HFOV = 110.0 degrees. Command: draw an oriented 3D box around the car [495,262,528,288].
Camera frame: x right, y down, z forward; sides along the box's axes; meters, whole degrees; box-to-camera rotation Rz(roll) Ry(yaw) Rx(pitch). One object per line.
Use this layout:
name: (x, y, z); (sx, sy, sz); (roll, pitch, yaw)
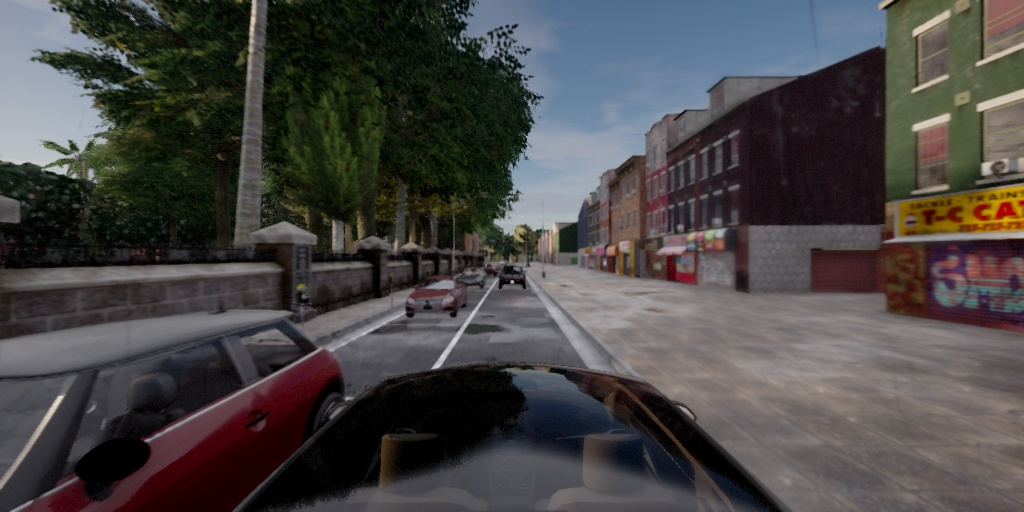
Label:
car: (0.044, 1.395, 25.232); (1.837, 1.490, 4.892); (0, 0, 0)

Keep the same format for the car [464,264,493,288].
car: (-2.644, 1.436, 24.701); (2.007, 1.370, 4.403); (0, 0, 0)

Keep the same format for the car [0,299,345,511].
car: (-2.636, 1.191, 1.948); (1.967, 1.591, 4.097); (0, 0, 0)

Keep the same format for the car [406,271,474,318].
car: (-2.641, 1.395, 13.325); (1.802, 1.307, 4.207); (0, 0, 0)

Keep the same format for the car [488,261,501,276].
car: (-2.650, 1.556, 41.766); (1.888, 1.381, 4.507); (0, 0, 0)
